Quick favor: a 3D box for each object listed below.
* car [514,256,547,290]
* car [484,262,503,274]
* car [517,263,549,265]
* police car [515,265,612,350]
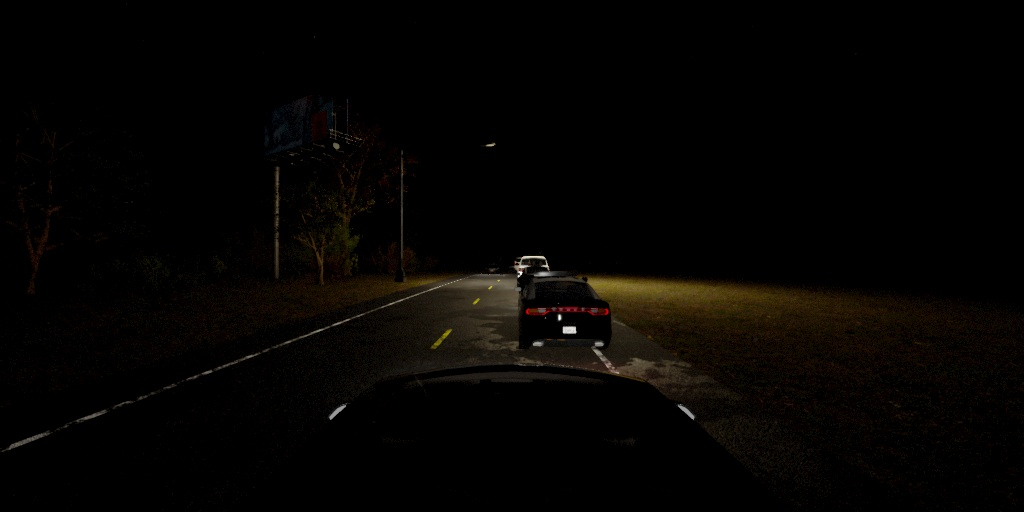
[{"bbox_3d":[1.461,1.043,25.140,2.150,2.045,5.566,0,0,2],"label":"car"},{"bbox_3d":[-2.220,1.486,44.141,1.812,1.442,4.674,0,-1,3],"label":"car"},{"bbox_3d":[1.288,1.295,19.131,1.837,1.490,4.892,0,0,1],"label":"car"},{"bbox_3d":[1.104,1.184,9.275,1.930,1.638,5.238,0,0,1],"label":"police car"}]
